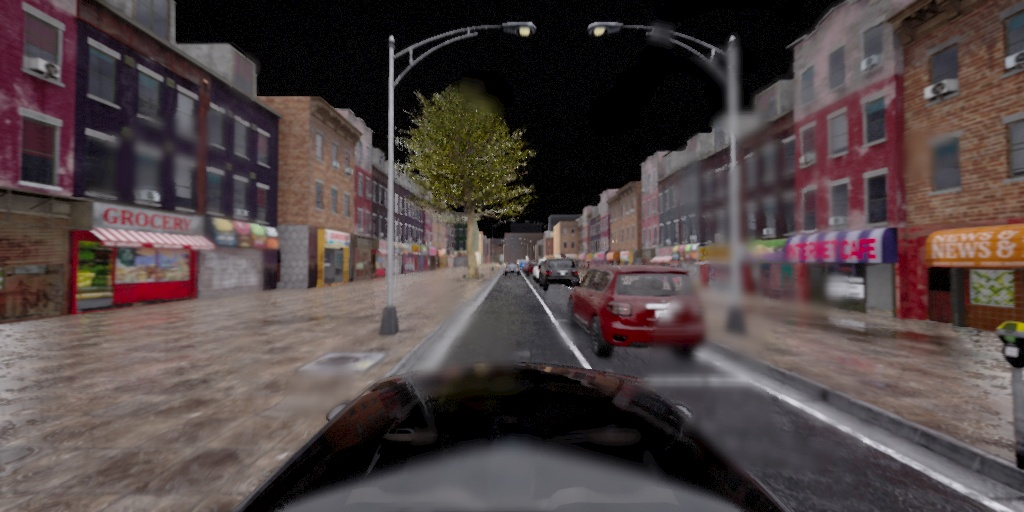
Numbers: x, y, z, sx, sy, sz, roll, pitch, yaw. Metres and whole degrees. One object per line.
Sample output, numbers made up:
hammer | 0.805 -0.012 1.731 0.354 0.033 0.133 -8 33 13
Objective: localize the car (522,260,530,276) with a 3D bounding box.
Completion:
car | 2.648 1.388 41.909 2.192 1.841 5.009 0 0 0

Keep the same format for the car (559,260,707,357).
car | 2.640 1.121 8.664 2.192 1.841 5.009 0 0 0

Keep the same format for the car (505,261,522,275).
car | 0.044 1.643 44.732 2.033 1.411 5.357 0 0 1

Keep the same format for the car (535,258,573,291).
car | 2.986 1.157 23.847 2.150 2.045 5.566 0 0 0

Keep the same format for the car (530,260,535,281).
car | 2.988 1.213 30.847 2.150 2.045 5.566 0 0 0
